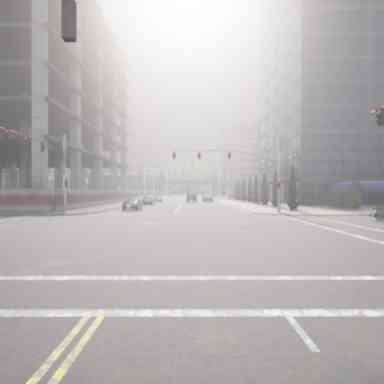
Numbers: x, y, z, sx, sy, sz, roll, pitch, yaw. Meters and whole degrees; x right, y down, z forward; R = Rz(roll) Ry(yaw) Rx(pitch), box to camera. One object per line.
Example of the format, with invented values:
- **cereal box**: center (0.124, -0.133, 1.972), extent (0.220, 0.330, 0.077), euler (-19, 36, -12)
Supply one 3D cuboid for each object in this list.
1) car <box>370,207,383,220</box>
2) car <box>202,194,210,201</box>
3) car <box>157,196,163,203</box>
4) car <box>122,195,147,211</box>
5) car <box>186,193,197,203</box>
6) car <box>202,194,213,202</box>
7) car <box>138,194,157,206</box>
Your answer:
- **car**: center (16.340, 1.464, 25.541), extent (4.902, 1.511, 2.128), euler (0, 0, 0)
- **car**: center (3.408, 1.309, 80.350), extent (1.837, 1.490, 4.892), euler (0, 0, 0)
- **car**: center (-7.083, 1.482, 68.065), extent (1.994, 1.385, 4.181), euler (0, 0, 0)
- **car**: center (-7.134, 1.448, 39.986), extent (2.128, 1.511, 4.902), euler (0, 0, 0)
- **car**: center (-0.080, 1.148, 69.723), extent (2.150, 2.045, 5.566), euler (0, 0, 0)
- **car**: center (3.419, 1.446, 70.307), extent (1.812, 1.442, 4.674), euler (0, 0, 0)
- **car**: center (-7.132, 1.447, 53.260), extent (1.837, 1.490, 4.892), euler (0, 0, 0)
